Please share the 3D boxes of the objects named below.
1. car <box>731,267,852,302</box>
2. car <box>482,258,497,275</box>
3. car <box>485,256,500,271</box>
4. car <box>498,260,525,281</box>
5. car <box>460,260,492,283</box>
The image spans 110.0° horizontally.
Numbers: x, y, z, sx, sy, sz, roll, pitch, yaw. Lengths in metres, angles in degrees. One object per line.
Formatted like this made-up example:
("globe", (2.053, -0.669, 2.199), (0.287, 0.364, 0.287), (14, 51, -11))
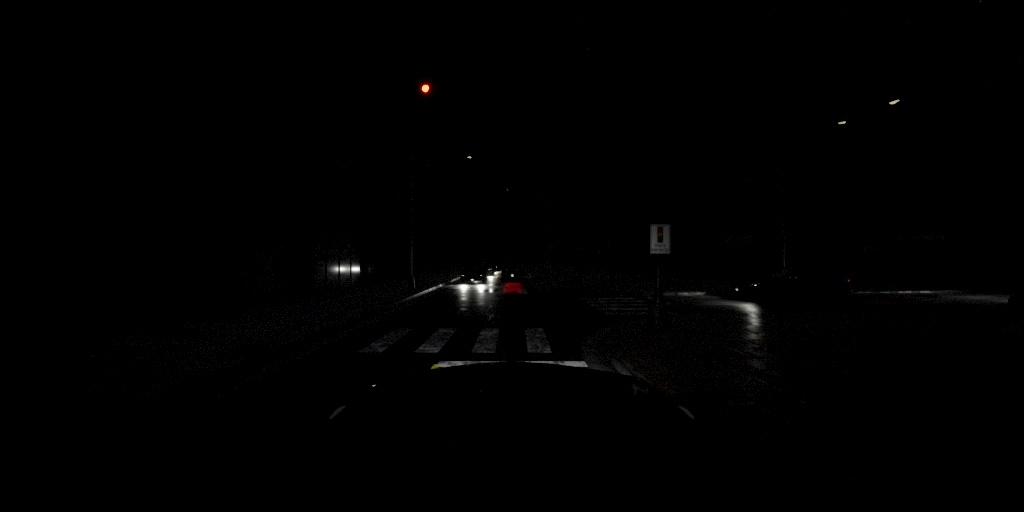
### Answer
("car", (12.333, 1.197, 15.938), (4.674, 1.442, 1.812), (0, 0, 0))
("car", (-2.875, 1.268, 38.451), (1.837, 1.490, 4.892), (0, 0, 0))
("car", (-2.873, 0.996, 48.973), (2.150, 2.045, 5.566), (0, 0, 0))
("car", (0.040, 1.261, 30.458), (1.837, 1.490, 4.892), (0, 0, 0))
("car", (-2.883, 1.303, 28.043), (2.033, 1.411, 5.357), (0, 0, -1))
